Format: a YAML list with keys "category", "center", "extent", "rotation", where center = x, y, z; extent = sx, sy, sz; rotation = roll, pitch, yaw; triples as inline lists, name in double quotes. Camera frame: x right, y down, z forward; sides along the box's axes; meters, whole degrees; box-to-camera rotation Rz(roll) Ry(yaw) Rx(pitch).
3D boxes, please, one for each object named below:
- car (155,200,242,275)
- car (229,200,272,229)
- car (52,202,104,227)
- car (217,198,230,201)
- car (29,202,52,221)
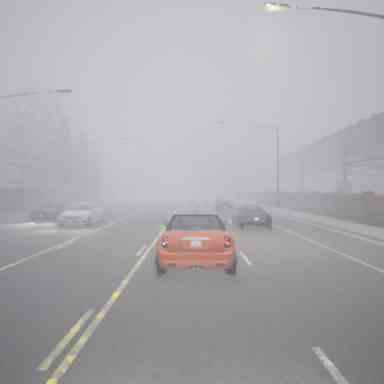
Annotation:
- category: "car"
  center: [0.102, 1.292, 10.393]
  extent: [2.097, 1.767, 4.553]
  rotation: [0, 0, 0]
- category: "car"
  center: [3.604, 1.447, 20.586]
  extent: [1.994, 1.385, 4.181]
  rotation: [0, 0, 0]
- category: "car"
  center: [-7.032, 1.400, 21.572]
  extent: [1.812, 1.442, 4.674]
  rotation: [0, 0, 1]
- category: "car"
  center: [3.610, 1.382, 38.384]
  extent: [1.895, 1.301, 4.718]
  rotation: [0, 0, 0]
- category: "car"
  center: [-10.494, 1.462, 25.092]
  extent: [1.994, 1.385, 4.181]
  rotation: [0, 0, 0]
